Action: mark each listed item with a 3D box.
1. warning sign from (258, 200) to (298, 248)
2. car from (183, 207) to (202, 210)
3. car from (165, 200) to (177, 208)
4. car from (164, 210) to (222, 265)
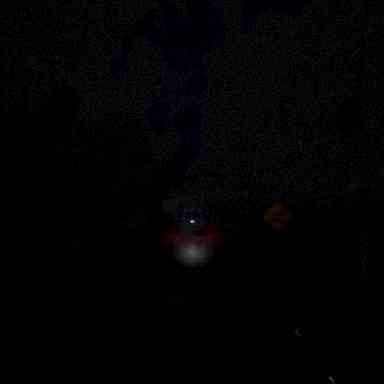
[{"bbox_3d":[3.520,1.277,13.711,1.300,1.860,1.060,-2,-2,0],"label":"warning sign"},{"bbox_3d":[0.035,1.877,26.690,1.895,1.301,4.718,0,0,1],"label":"car"},{"bbox_3d":[-3.556,2.036,56.785,1.895,1.301,4.718,0,0,1],"label":"car"},{"bbox_3d":[0.042,1.639,12.345,2.128,1.511,4.902,0,0,1],"label":"car"}]
